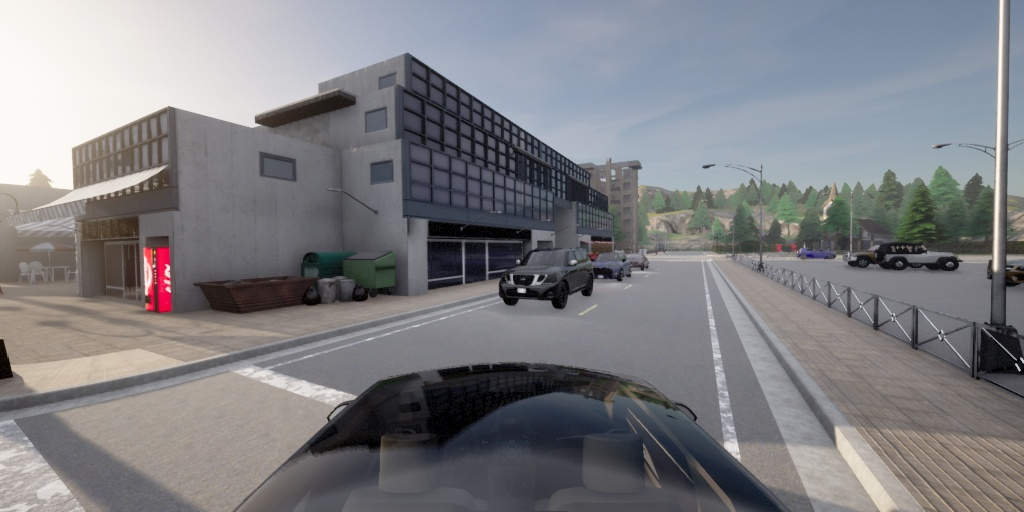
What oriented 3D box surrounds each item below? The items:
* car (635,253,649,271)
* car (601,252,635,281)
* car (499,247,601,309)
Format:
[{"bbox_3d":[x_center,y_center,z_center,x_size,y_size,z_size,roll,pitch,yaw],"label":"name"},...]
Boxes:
[{"bbox_3d":[10.918,0.454,31.714,1.812,1.442,4.674,0,2,28],"label":"car"},{"bbox_3d":[6.159,0.555,22.657,2.097,1.767,4.553,0,2,28],"label":"car"},{"bbox_3d":[1.588,0.690,13.947,2.150,2.045,5.566,0,1,28],"label":"car"}]
